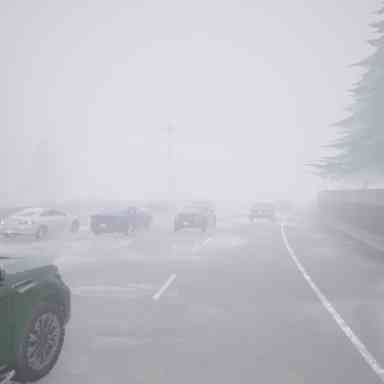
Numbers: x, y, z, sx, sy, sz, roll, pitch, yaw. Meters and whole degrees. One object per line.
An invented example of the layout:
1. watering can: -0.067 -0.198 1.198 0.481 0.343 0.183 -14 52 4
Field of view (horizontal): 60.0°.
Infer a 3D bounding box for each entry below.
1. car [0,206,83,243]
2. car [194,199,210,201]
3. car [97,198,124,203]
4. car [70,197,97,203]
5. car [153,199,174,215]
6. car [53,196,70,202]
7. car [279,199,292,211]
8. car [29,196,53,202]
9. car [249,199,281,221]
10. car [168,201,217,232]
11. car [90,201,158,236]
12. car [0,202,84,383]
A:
1. car: -7.637 1.525 17.107 1.812 1.442 4.674 0 0 12
2. car: 1.214 1.491 35.085 2.128 1.511 4.902 0 0 20
3. car: -10.298 1.564 44.635 1.994 1.385 4.181 0 0 22
4. car: -13.740 1.493 45.455 2.128 1.511 4.902 0 0 22
5. car: -2.970 1.477 33.769 1.882 1.535 5.008 0 0 19
6. car: -16.836 1.506 47.126 1.837 1.490 4.892 0 -1 22
7. car: 11.057 1.564 40.722 1.994 1.385 4.181 0 0 24
8. car: -20.784 1.350 46.682 2.097 1.767 4.553 0 0 22
9. car: 5.794 1.547 26.933 2.033 1.411 5.357 0 0 17
10. car: 0.242 1.525 20.121 1.812 1.442 4.674 0 0 14
11. car: -3.744 1.477 18.499 1.882 1.535 5.008 0 0 13
12. car: -2.993 1.221 2.384 2.150 2.045 5.566 0 0 6
